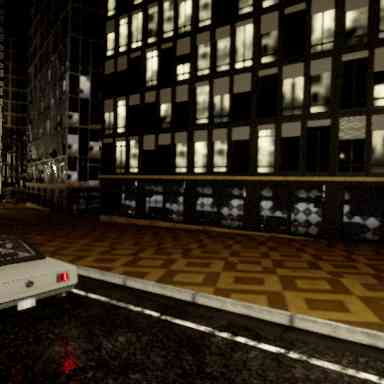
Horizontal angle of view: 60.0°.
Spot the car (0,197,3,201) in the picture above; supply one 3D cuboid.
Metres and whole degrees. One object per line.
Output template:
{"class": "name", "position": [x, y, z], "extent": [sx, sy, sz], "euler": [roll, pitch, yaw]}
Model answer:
{"class": "car", "position": [-40.365, 1.248, 66.421], "extent": [4.403, 1.369, 2.008], "euler": [1, 2, -34]}

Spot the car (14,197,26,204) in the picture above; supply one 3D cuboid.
{"class": "car", "position": [-31.237, 1.551, 63.129], "extent": [4.507, 1.381, 1.887], "euler": [1, 2, -34]}

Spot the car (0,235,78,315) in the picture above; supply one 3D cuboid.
{"class": "car", "position": [-4.524, 1.545, 6.782], "extent": [4.718, 1.301, 1.895], "euler": [1, 0, 35]}
